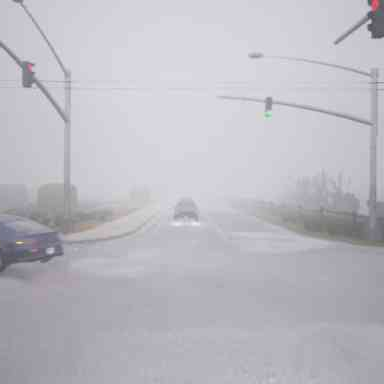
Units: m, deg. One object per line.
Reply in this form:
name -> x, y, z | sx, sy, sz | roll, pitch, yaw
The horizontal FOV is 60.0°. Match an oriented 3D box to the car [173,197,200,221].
car -> -0.444, 1.376, 26.060 | 2.033, 1.411, 5.357 | 1, 0, -1

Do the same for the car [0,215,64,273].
car -> -6.036, 1.408, 9.912 | 4.674, 1.442, 1.812 | 1, -1, 20

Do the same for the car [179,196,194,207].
car -> -0.715, 1.270, 46.744 | 2.033, 1.411, 5.357 | 1, 0, 0
